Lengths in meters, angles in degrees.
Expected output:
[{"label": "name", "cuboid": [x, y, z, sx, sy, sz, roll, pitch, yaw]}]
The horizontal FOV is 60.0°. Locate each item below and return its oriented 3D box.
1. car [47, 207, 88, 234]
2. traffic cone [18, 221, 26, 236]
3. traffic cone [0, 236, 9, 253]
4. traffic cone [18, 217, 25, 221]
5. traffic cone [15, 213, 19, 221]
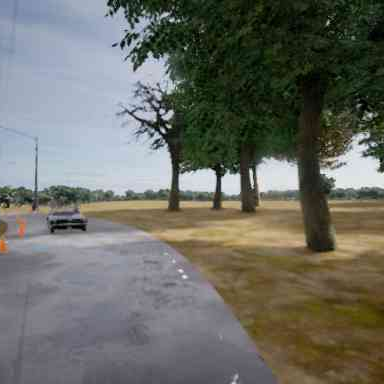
[{"label": "car", "cuboid": [-7.195, 1.537, 19.046, 1.895, 1.301, 4.718, 1, 0, -26]}, {"label": "traffic cone", "cuboid": [-8.489, 1.875, 16.591, 0.340, 0.580, 0.340, 1, 0, -23]}, {"label": "traffic cone", "cuboid": [-6.889, 1.899, 12.149, 0.340, 0.580, 0.340, 0, 0, -17]}, {"label": "traffic cone", "cuboid": [-10.543, 1.853, 20.843, 0.340, 0.580, 0.340, 1, 0, -29]}, {"label": "traffic cone", "cuboid": [-13.030, 1.855, 24.857, 0.340, 0.580, 0.340, 1, -1, -35]}]
